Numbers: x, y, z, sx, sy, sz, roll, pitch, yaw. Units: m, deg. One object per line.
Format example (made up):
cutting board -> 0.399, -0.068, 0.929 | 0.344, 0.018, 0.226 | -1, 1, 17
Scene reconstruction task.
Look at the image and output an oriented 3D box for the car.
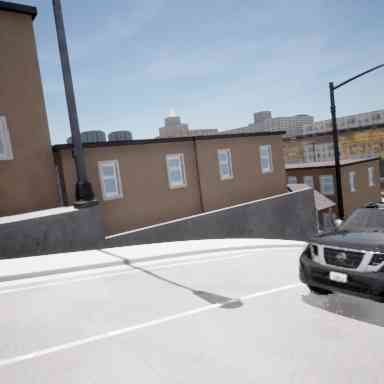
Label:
car -> 4.849, 1.252, 7.669 | 5.566, 2.045, 2.150 | 2, -1, -37
